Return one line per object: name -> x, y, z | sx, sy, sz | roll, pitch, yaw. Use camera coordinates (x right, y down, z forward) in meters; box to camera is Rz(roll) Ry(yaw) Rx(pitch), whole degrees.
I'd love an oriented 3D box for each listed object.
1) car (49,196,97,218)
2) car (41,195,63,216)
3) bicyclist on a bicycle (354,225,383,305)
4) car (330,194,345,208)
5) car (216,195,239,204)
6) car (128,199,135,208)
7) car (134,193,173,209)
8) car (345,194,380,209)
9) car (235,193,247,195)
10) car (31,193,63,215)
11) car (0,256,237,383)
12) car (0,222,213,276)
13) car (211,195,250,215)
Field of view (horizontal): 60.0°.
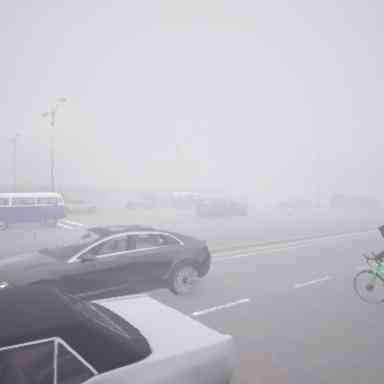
car -> -11.171, 1.395, 31.763 | 3.806, 1.475, 1.970 | 0, 0, -36
car -> -12.889, 1.364, 34.093 | 3.905, 1.438, 1.784 | 0, 0, -36
bicyclist on a bicycle -> 3.868, 1.454, 6.319 | 0.582, 1.620, 1.656 | 0, -1, -37
car -> 20.069, 1.156, 44.278 | 3.866, 1.878, 1.905 | 0, 0, -36
car -> 6.680, 1.395, 62.384 | 3.806, 1.475, 1.970 | 0, 0, -36
car -> -7.365, 1.364, 52.000 | 3.905, 1.438, 1.784 | 0, 0, -36
car -> -5.697, 1.153, 49.631 | 4.605, 1.855, 1.932 | 0, 0, -36
car -> 21.743, 1.153, 41.916 | 4.605, 1.855, 1.932 | 0, 0, -36
car -> 8.390, 1.156, 60.048 | 3.866, 1.878, 1.905 | 0, 0, -36
car -> -14.522, 1.153, 36.223 | 4.605, 1.855, 1.932 | 0, 0, -36
car -> -1.966, 1.601, 2.557 | 4.718, 1.301, 1.895 | 0, 0, -37
car -> -1.795, 1.491, 7.042 | 4.902, 1.511, 2.128 | 0, 0, -37
car -> 4.406, 1.395, 36.086 | 3.806, 1.475, 1.970 | 0, 0, -36
